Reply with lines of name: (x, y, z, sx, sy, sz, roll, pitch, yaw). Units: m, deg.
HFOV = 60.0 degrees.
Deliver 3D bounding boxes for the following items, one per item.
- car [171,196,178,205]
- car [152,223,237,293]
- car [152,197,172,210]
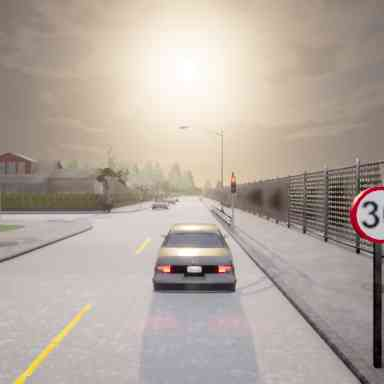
car: (-3.976, 1.563, 57.300, 1.994, 1.385, 4.181, 0, 0, 0)
car: (0.070, 1.547, 8.967, 2.033, 1.411, 5.357, 0, 0, 1)
car: (-4.019, 1.601, 42.657, 1.895, 1.301, 4.718, 0, 0, 0)
